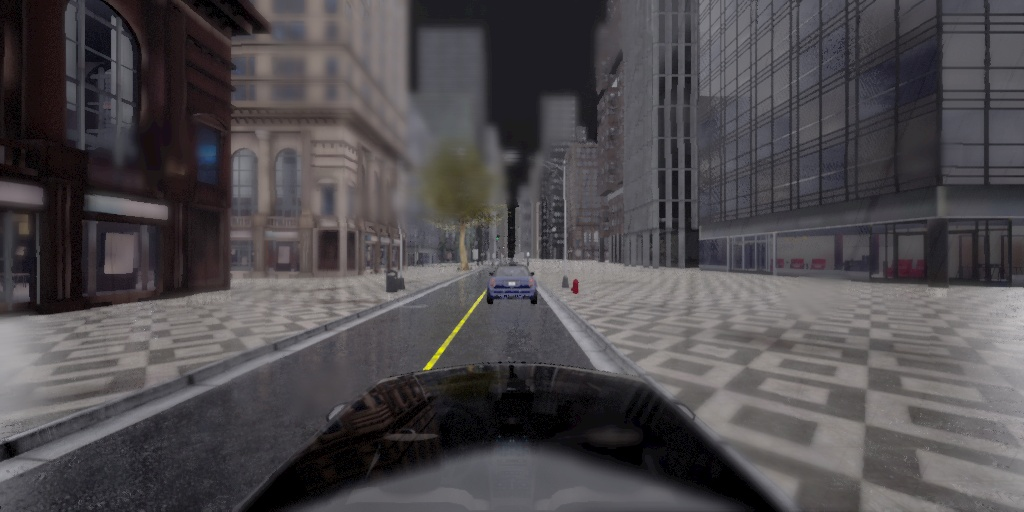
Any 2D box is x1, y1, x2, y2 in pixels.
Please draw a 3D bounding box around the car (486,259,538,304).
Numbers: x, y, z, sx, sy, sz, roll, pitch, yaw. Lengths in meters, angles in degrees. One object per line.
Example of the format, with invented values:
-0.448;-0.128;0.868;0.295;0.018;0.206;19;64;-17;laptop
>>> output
0.000;1.123;16.470;2.097;1.767;4.553;0;0;0;car
